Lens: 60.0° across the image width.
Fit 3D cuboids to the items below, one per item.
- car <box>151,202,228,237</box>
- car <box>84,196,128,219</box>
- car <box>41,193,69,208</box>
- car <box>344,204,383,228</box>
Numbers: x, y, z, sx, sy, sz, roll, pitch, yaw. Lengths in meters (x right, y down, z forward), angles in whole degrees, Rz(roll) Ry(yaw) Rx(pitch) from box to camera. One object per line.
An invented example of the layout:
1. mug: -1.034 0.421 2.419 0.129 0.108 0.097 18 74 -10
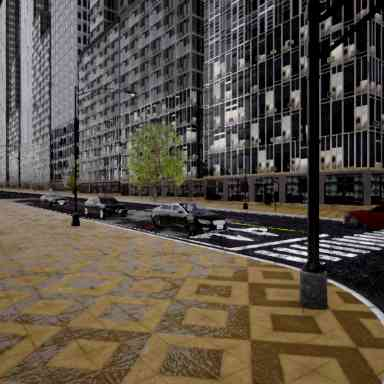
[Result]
1. car: -0.254 1.257 16.790 2.128 1.511 4.902 0 1 -38
2. car: -6.467 1.086 24.688 1.837 1.490 4.892 0 1 -38
3. car: -14.410 0.837 34.831 2.128 1.511 4.902 0 1 -38
4. car: 10.990 1.377 18.589 1.812 1.442 4.674 0 1 -38
